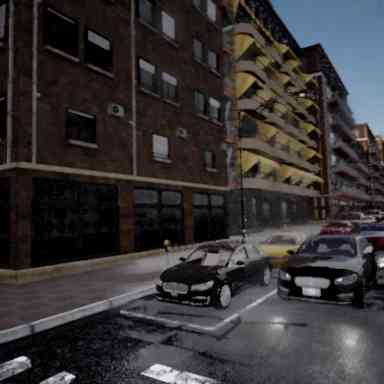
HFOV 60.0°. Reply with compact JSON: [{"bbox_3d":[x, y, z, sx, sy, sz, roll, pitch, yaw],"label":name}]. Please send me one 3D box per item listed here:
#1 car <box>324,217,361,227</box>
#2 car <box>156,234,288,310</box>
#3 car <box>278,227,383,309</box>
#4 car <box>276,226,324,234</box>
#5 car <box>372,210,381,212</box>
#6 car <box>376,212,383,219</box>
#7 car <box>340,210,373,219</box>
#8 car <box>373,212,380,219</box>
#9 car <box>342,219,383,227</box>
[{"bbox_3d":[10.153,2.654,22.979,1.887,1.381,4.507,-4,-4,34],"label":"car"},{"bbox_3d":[0.831,2.080,9.130,2.008,1.369,4.403,-3,-4,34],"label":"car"},{"bbox_3d":[3.841,1.907,8.999,2.128,1.511,4.902,-4,-4,34],"label":"car"},{"bbox_3d":[3.843,2.242,13.607,1.752,1.417,4.829,-4,-4,34],"label":"car"},{"bbox_3d":[22.577,3.201,41.456,2.192,1.841,5.009,-4,-4,34],"label":"car"},{"bbox_3d":[19.433,2.930,32.080,2.033,1.411,5.357,-5,-5,34],"label":"car"},{"bbox_3d":[13.255,2.618,27.609,2.192,1.841,5.009,-4,-4,34],"label":"car"},{"bbox_3d":[19.380,3.211,36.687,1.752,1.417,4.829,-4,-4,34],"label":"car"},{"bbox_3d":[9.433,2.327,17.300,1.994,1.385,4.181,-4,-4,34],"label":"car"}]
